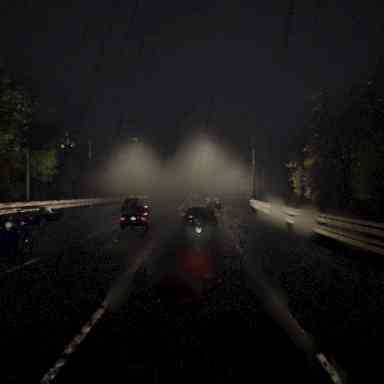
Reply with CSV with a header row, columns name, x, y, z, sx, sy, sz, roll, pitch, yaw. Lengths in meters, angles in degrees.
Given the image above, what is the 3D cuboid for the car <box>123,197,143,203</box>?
name,x,y,z,sx,sy,sz,roll,pitch,yaw
car,-6.898,1.450,39.346,2.097,1.767,4.553,0,0,0

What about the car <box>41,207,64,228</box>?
name,x,y,z,sx,sy,sz,roll,pitch,yaw
car,-10.399,1.656,22.523,1.895,1.301,4.718,0,0,0

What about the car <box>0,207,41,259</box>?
name,x,y,z,sx,sy,sz,roll,pitch,yaw
car,-6.899,1.377,10.412,2.097,1.767,4.553,0,0,0

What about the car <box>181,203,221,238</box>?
name,x,y,z,sx,sy,sz,roll,pitch,yaw
car,0.452,1.550,17.946,1.837,1.490,4.892,0,0,3

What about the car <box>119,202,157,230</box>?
name,x,y,z,sx,sy,sz,roll,pitch,yaw
car,-3.398,1.602,21.736,2.033,1.411,5.357,0,0,0

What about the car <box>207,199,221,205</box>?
name,x,y,z,sx,sy,sz,roll,pitch,yaw
car,3.107,1.658,46.753,1.812,1.442,4.674,0,-1,8
